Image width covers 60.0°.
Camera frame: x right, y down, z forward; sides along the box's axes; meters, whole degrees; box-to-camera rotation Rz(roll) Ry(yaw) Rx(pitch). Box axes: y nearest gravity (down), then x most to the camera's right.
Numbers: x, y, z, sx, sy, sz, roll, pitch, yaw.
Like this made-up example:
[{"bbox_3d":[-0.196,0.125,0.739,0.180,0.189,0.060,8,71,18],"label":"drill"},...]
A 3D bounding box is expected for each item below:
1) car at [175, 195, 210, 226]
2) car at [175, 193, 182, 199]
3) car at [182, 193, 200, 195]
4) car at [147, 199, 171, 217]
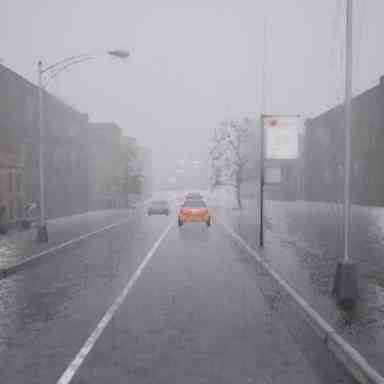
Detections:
[{"bbox_3d":[0.156,1.316,23.449,2.097,1.767,4.553,0,0,0],"label":"car"},{"bbox_3d":[-2.736,1.080,73.022,1.882,1.535,5.008,0,2,0],"label":"car"},{"bbox_3d":[0.236,1.154,42.667,2.150,2.045,5.566,0,0,0],"label":"car"},{"bbox_3d":[-3.008,1.457,31.048,1.837,1.490,4.892,0,0,0],"label":"car"}]
